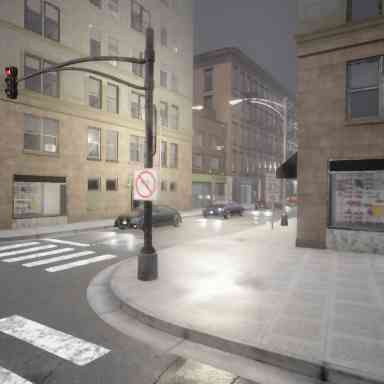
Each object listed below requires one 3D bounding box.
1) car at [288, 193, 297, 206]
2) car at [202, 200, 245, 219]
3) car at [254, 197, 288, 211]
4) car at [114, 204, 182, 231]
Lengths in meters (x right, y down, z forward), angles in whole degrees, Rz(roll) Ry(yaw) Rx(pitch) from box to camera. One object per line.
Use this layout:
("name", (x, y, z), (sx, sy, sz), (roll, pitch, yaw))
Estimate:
("car", (13.760, 0.869, 42.964), (2.097, 1.767, 4.553), (1, 1, 34))
("car", (2.534, 1.296, 26.231), (1.994, 1.385, 4.181), (1, 1, 34))
("car", (8.035, 1.190, 34.456), (1.994, 1.385, 4.181), (1, 1, 34))
("car", (-2.382, 1.388, 18.865), (1.994, 1.385, 4.181), (1, 1, 34))
